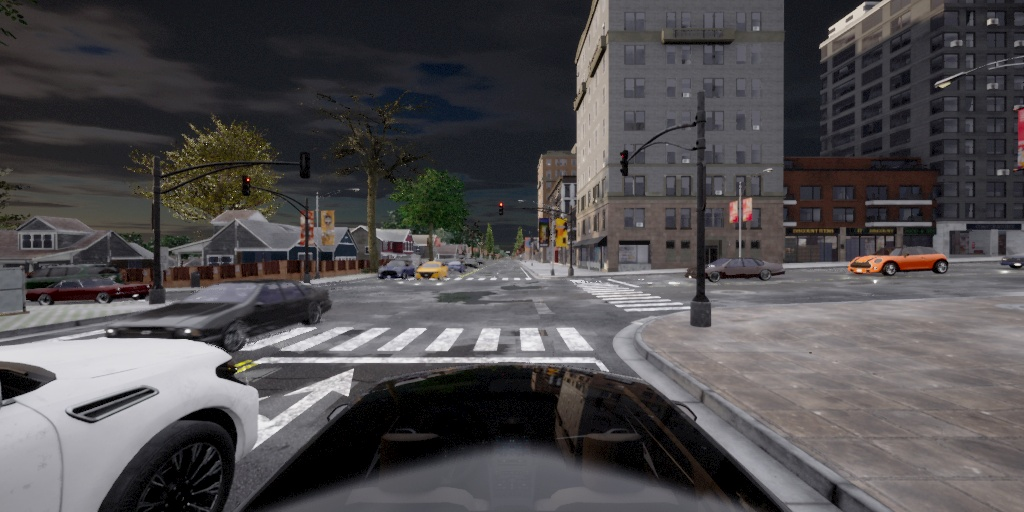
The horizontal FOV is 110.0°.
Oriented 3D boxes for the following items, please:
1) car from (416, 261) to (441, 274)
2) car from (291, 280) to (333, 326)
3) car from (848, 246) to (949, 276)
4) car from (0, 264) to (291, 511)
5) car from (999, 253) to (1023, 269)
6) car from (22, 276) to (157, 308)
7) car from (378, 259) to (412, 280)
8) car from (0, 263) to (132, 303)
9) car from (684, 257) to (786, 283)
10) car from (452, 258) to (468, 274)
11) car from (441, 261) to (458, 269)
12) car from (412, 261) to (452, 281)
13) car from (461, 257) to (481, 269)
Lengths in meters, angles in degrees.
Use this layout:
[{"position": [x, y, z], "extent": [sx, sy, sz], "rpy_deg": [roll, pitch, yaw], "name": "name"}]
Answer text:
[{"position": [-9.883, 1.335, 42.651], "extent": [1.994, 1.385, 4.181], "rpy_deg": [0, 0, 0], "name": "car"}, {"position": [-6.593, 1.305, 9.043], "extent": [2.033, 1.411, 5.357], "rpy_deg": [0, 0, 0], "name": "car"}, {"position": [23.428, 0.217, 21.902], "extent": [4.553, 1.767, 2.097], "rpy_deg": [-2, 0, 0], "name": "car"}, {"position": [-3.146, 0.972, 0.537], "extent": [2.150, 2.045, 5.566], "rpy_deg": [0, 0, 0], "name": "car"}, {"position": [33.568, 0.037, 21.934], "extent": [5.357, 1.411, 2.033], "rpy_deg": [-2, 0, 0], "name": "car"}, {"position": [-21.637, 1.805, 18.517], "extent": [4.718, 1.301, 1.895], "rpy_deg": [-2, 0, 0], "name": "car"}, {"position": [-9.918, 1.112, 31.230], "extent": [2.097, 1.767, 4.553], "rpy_deg": [0, 0, 1], "name": "car"}, {"position": [-26.640, 1.587, 21.461], "extent": [5.566, 2.045, 2.150], "rpy_deg": [-2, 0, 1], "name": "car"}, {"position": [13.509, 0.791, 21.871], "extent": [5.357, 1.411, 2.033], "rpy_deg": [-2, 0, 0], "name": "car"}, {"position": [-6.633, 1.296, 42.140], "extent": [1.812, 1.442, 4.674], "rpy_deg": [0, 0, 0], "name": "car"}, {"position": [-9.882, 1.403, 56.842], "extent": [1.895, 1.301, 4.718], "rpy_deg": [0, 0, 0], "name": "car"}, {"position": [-6.623, 1.239, 30.180], "extent": [1.882, 1.535, 5.008], "rpy_deg": [0, 0, 0], "name": "car"}, {"position": [-6.631, 1.153, 56.561], "extent": [2.097, 1.767, 4.553], "rpy_deg": [0, 0, 0], "name": "car"}]
